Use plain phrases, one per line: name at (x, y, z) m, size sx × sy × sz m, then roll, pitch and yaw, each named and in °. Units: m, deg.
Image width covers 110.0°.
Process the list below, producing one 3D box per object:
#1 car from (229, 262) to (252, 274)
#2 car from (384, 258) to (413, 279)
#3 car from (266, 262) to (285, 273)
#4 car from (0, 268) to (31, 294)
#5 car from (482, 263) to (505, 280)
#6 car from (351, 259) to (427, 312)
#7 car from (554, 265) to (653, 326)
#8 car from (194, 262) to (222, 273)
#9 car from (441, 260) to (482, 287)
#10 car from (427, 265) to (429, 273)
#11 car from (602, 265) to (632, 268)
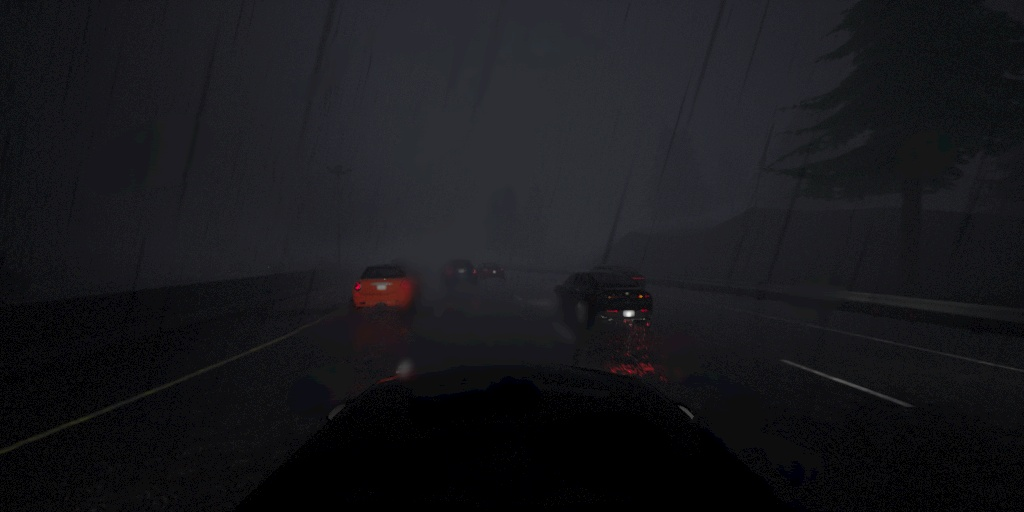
car at (-32.487, 1.360, 42.982) m, size 1.994 × 1.385 × 4.181 m, roll 0°, pitch 0°, yaw -33°
car at (-10.645, 1.069, 33.415) m, size 2.097 × 1.767 × 4.553 m, roll 0°, pitch 0°, yaw -23°
car at (-28.848, 1.378, 43.824) m, size 1.895 × 1.301 × 4.718 m, roll 0°, pitch 0°, yaw -33°
car at (-27.313, 1.343, 17.983) m, size 1.837 × 1.490 × 4.892 m, roll 0°, pitch 0°, yaw -18°
car at (-2.096, 1.247, 30.960) m, size 1.994 × 1.385 × 4.181 m, roll 0°, pitch 0°, yaw -19°
car at (-4.798, 1.091, 14.381) m, size 2.097 × 1.767 × 4.553 m, roll 0°, pitch 0°, yaw -9°
car at (2.682, 1.216, 11.558) m, size 1.837 × 1.490 × 4.892 m, roll 0°, pitch 0°, yaw -7°
car at (-38.420, 1.419, 45.616) m, size 1.895 × 1.301 × 4.718 m, roll 0°, pitch 0°, yaw -33°
car at (-3.666, 1.058, 24.663) m, size 2.097 × 1.767 × 4.553 m, roll 0°, pitch 0°, yaw -16°
car at (-11.137, 1.261, 42.001) m, size 1.994 × 1.385 × 4.181 m, roll 0°, pitch 0°, yaw -30°
car at (5.039, 1.186, 18.665) m, size 1.837 × 1.490 × 4.892 m, roll 0°, pitch 0°, yaw -11°
